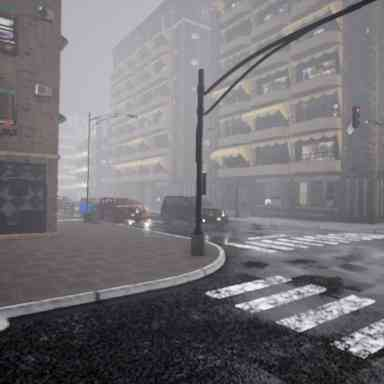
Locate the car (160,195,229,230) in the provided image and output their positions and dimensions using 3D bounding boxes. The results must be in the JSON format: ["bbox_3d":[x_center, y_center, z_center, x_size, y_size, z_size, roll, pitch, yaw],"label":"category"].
[{"bbox_3d":[-0.023,1.248,21.802,2.150,2.045,5.566,1,-1,-36],"label":"car"}]

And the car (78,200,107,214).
[{"bbox_3d":[-11.332,1.656,37.731,1.994,1.385,4.181,1,-1,-35],"label":"car"}]

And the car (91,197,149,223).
[{"bbox_3d":[-5.615,1.309,25.412,2.192,1.841,5.009,1,-1,-35],"label":"car"}]

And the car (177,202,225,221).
[{"bbox_3d":[0.703,1.684,30.116,1.752,1.417,4.829,1,-1,-35],"label":"car"}]

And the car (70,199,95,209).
[{"bbox_3d":[-16.545,1.751,50.122,2.033,1.411,5.357,1,-1,-35],"label":"car"}]

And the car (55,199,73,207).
[{"bbox_3d":[-22.568,1.847,58.590,1.895,1.301,4.718,1,-1,-36],"label":"car"}]

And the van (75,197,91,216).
[{"bbox_3d":[-8.847,1.354,29.956,1.690,1.788,3.998,1,-1,-35],"label":"van"}]

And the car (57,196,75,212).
[{"bbox_3d":[-15.310,1.368,39.044,2.192,1.841,5.009,1,-1,-35],"label":"car"}]

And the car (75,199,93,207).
[{"bbox_3d":[-18.586,1.866,57.239,1.802,1.307,4.206,1,-1,-35],"label":"car"}]

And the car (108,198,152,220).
[{"bbox_3d":[-5.596,1.409,29.647,2.097,1.767,4.553,1,-1,-35],"label":"car"}]
